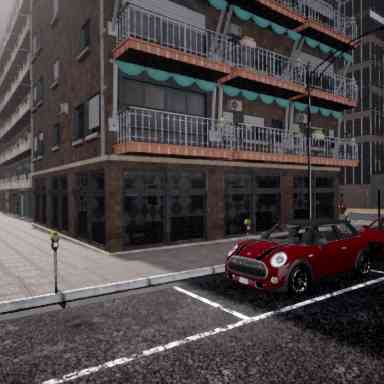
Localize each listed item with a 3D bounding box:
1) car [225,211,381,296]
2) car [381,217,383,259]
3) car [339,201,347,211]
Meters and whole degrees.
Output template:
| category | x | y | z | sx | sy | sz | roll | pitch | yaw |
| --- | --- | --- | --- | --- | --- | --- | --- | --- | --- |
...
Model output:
| category | x | y | z | sx | sy | sz | roll | pitch | yaw |
| --- | --- | --- | --- | --- | --- | --- | --- | --- | --- |
| car | 2.764 | 1.439 | 8.538 | 4.097 | 1.590 | 1.967 | 0 | -1 | -35 |
| car | 7.264 | 1.543 | 11.743 | 4.507 | 1.381 | 1.887 | 0 | -1 | -35 |
| car | 16.533 | 1.746 | 40.629 | 1.967 | 1.590 | 4.097 | -2 | 0 | -36 |
